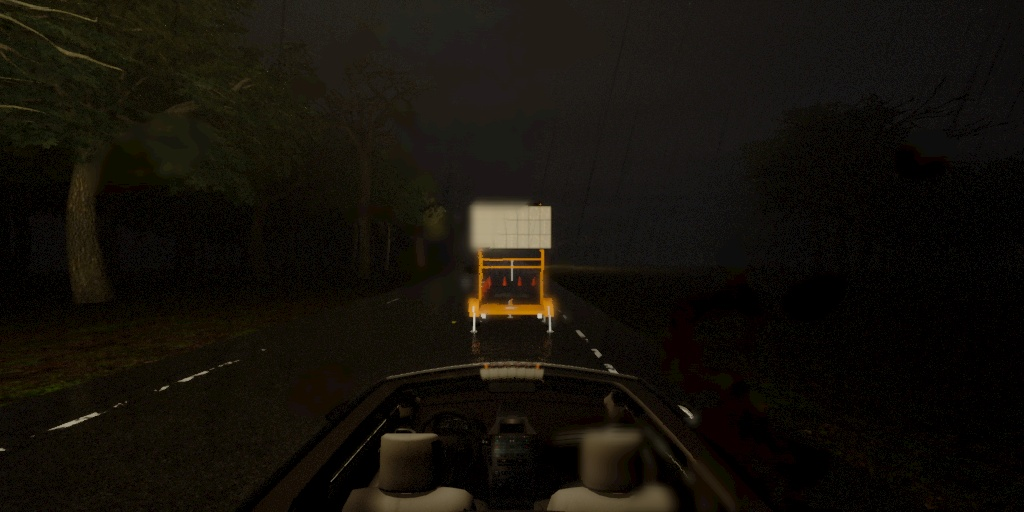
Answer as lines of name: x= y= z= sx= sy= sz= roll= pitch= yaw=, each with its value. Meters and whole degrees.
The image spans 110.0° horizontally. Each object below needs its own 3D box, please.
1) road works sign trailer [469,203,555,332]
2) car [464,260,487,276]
road works sign trailer: x=0.002 y=0.210 z=10.804 sx=2.380 sy=3.560 sz=2.880 roll=0 pitch=0 yaw=0
car: x=-3.594 y=1.131 z=35.965 sx=1.882 sy=1.535 sz=5.008 roll=0 pitch=0 yaw=0
